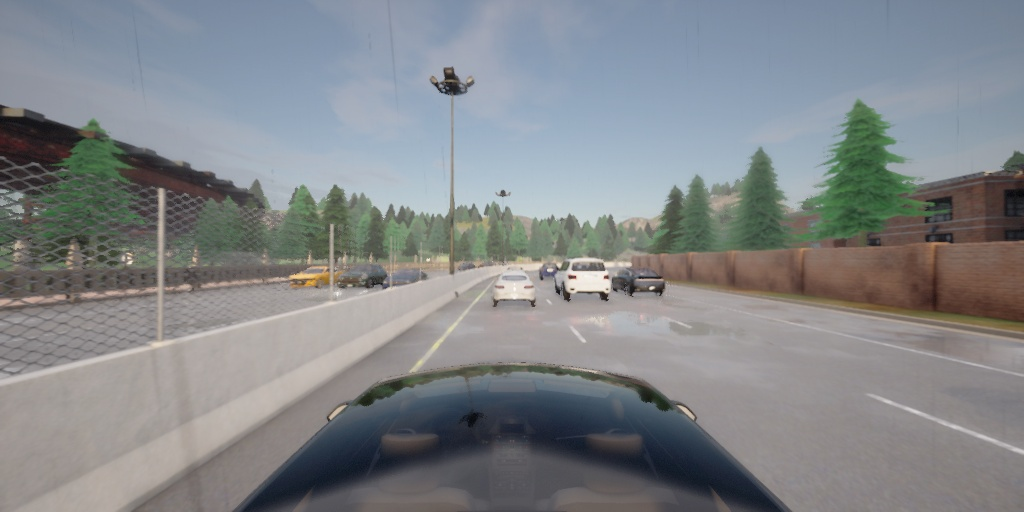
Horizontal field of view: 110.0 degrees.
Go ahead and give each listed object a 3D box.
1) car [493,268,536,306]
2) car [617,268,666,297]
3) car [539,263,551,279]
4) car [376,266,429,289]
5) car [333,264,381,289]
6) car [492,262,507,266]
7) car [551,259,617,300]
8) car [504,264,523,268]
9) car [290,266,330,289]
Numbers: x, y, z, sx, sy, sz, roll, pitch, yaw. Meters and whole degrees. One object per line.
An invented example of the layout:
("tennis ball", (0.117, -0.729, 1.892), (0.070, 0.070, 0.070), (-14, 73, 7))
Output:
("car", (0.098, 1.446, 16.790), (1.812, 1.442, 4.674), (0, -1, 0))
("car", (7.101, 1.457, 20.634), (2.128, 1.511, 4.902), (0, 0, 0))
("car", (3.966, 1.510, 37.759), (2.097, 1.767, 4.553), (0, -1, 4))
("car", (-7.086, 1.556, 24.503), (2.033, 1.411, 5.357), (0, -1, 0))
("car", (-10.549, 1.374, 25.665), (2.097, 1.767, 4.553), (0, -1, 1))
("car", (-1.479, 1.984, 64.284), (1.812, 1.442, 4.674), (0, -1, 19))
("car", (3.601, 1.169, 19.144), (2.150, 2.045, 5.566), (0, -1, 0))
("car", (0.421, 1.758, 37.680), (1.895, 1.301, 4.718), (0, -1, 4))
("car", (-14.050, 1.506, 26.235), (1.882, 1.535, 5.008), (0, -1, 1))
